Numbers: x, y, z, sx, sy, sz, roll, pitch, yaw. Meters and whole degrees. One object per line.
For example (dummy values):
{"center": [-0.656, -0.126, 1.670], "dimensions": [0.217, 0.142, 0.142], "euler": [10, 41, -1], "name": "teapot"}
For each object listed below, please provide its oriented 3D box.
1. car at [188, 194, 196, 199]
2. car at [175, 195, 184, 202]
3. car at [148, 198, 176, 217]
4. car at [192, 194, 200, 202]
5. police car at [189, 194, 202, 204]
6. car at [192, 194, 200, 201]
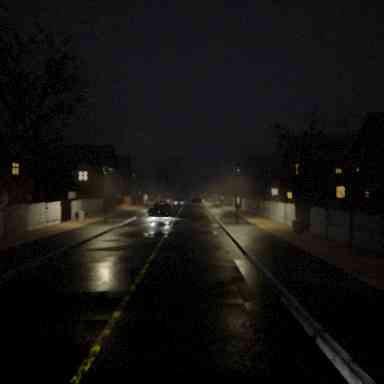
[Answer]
{"center": [-0.015, 1.251, 94.761], "dimensions": [2.128, 1.511, 4.902], "euler": [0, 0, 0], "name": "car"}
{"center": [-2.762, 1.384, 71.472], "dimensions": [1.994, 1.385, 4.181], "euler": [0, 0, 0], "name": "car"}
{"center": [-2.851, 1.513, 30.715], "dimensions": [1.994, 1.385, 4.181], "euler": [0, 0, 0], "name": "car"}
{"center": [0.814, 1.316, 70.533], "dimensions": [1.801, 1.575, 5.366], "euler": [0, 0, 0], "name": "car"}
{"center": [0.815, 1.311, 60.450], "dimensions": [1.930, 1.638, 5.238], "euler": [0, 0, 0], "name": "police car"}
{"center": [0.813, 1.301, 76.533], "dimensions": [1.801, 1.575, 5.366], "euler": [0, 0, 0], "name": "car"}
